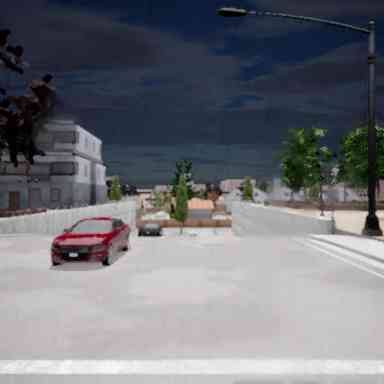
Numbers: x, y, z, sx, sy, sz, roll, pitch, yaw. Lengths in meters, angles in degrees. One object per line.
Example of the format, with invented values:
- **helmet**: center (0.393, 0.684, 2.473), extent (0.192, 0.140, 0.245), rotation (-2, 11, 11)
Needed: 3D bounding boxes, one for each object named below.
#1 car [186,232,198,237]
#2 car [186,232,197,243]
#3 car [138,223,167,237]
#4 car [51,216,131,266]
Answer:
- **car**: center (0.079, 8.060, 56.379), extent (1.882, 1.535, 5.008), rotation (0, -8, 0)
- **car**: center (-0.028, 8.990, 66.677), extent (2.150, 2.045, 5.566), rotation (0, -6, 0)
- **car**: center (-3.608, 3.498, 29.739), extent (1.882, 1.535, 5.008), rotation (0, -10, 0)
- **car**: center (-3.609, 1.702, 12.629), extent (1.882, 1.535, 5.008), rotation (0, -1, 0)
